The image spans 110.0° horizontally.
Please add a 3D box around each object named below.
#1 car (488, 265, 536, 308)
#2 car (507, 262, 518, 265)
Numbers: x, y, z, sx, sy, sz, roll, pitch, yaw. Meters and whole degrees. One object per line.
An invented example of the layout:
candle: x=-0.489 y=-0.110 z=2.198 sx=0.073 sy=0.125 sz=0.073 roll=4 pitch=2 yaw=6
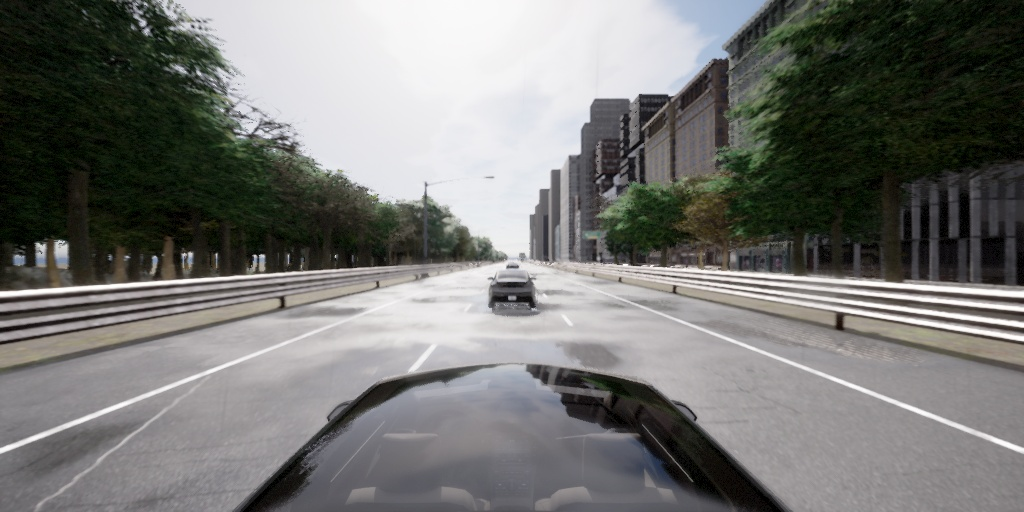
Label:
car: x=0.004 y=1.319 z=15.663 sx=1.837 sy=1.490 sz=4.892 roll=0 pitch=0 yaw=0
car: x=0.103 y=1.654 z=51.751 sx=1.882 sy=1.535 sz=5.008 roll=0 pitch=0 yaw=0
